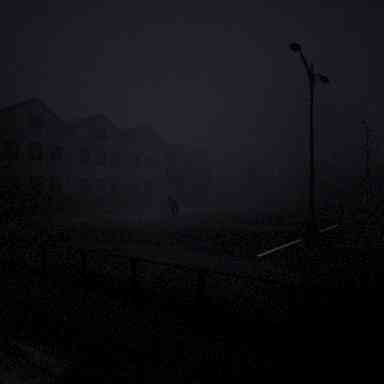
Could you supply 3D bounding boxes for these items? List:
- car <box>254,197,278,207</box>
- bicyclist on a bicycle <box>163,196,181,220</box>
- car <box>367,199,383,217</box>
[{"bbox_3d":[10.445,1.356,46.692,2.033,1.411,5.357,0,0,33],"label":"car"},{"bbox_3d":[-1.399,1.109,23.069,1.656,1.620,0.582,0,0,35],"label":"bicyclist on a bicycle"},{"bbox_3d":[15.424,1.298,26.815,2.007,1.523,4.514,0,0,35],"label":"car"}]
